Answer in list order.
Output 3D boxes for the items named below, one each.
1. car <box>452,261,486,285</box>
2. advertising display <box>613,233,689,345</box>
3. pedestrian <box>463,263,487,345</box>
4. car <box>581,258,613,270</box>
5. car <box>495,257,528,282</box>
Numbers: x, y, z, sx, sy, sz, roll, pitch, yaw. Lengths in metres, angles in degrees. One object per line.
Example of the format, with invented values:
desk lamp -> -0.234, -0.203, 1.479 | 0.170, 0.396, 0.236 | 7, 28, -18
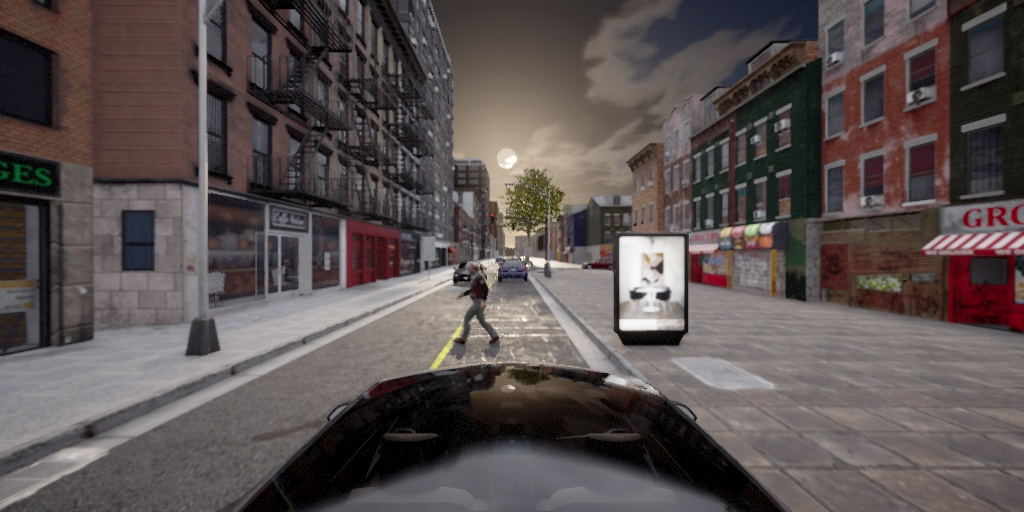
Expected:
car -> -2.827, 1.095, 24.383 | 1.837, 1.490, 4.892 | 0, 0, 0
advertising display -> 3.012, 0.732, 7.821 | 1.540, 2.440, 0.280 | 0, 0, 0
pedestrian -> -0.801, 0.999, 7.788 | 0.375, 1.860, 0.375 | 0, 0, -10
car -> 10.933, 0.957, 45.790 | 4.097, 1.591, 1.967 | 0, 0, 0
car -> 0.080, 0.925, 26.874 | 2.097, 1.767, 4.553 | 0, 0, 0
